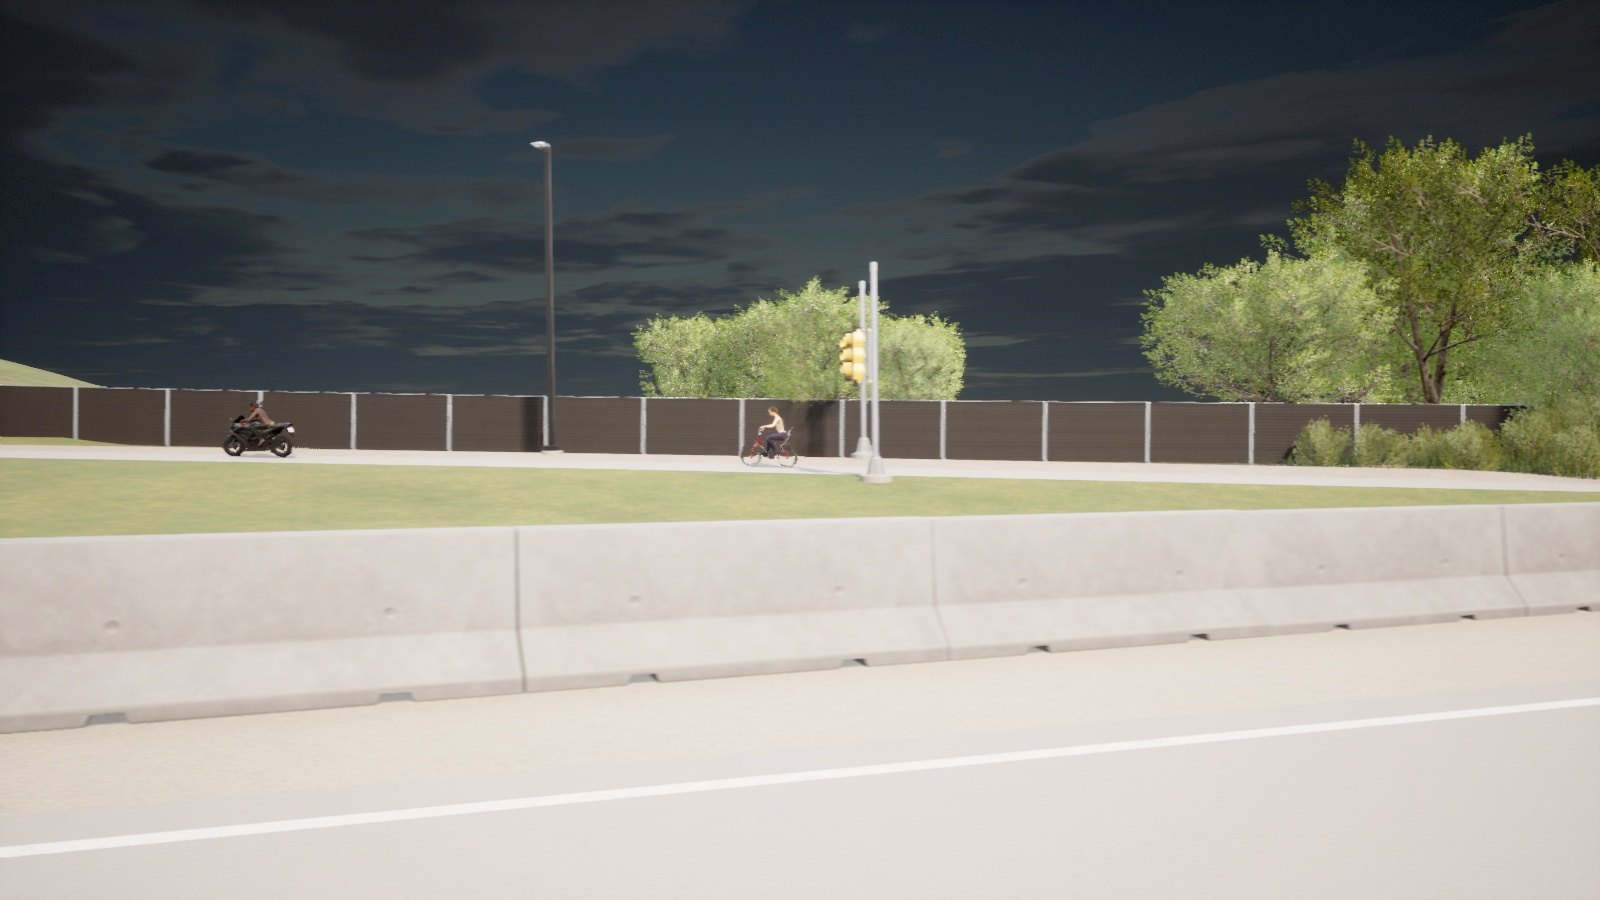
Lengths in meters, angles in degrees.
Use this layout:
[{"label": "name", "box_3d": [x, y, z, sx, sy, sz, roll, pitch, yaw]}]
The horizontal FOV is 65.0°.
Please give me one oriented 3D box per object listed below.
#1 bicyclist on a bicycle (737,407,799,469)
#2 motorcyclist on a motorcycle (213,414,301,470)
[{"label": "bicyclist on a bicycle", "box_3d": [-0.831, -0.321, 32.930, 1.509, 1.612, 0.866, 0, 2, 6]}, {"label": "motorcyclist on a motorcycle", "box_3d": [-14.888, -0.225, 34.451, 2.044, 1.523, 0.797, 0, 2, 6]}]
